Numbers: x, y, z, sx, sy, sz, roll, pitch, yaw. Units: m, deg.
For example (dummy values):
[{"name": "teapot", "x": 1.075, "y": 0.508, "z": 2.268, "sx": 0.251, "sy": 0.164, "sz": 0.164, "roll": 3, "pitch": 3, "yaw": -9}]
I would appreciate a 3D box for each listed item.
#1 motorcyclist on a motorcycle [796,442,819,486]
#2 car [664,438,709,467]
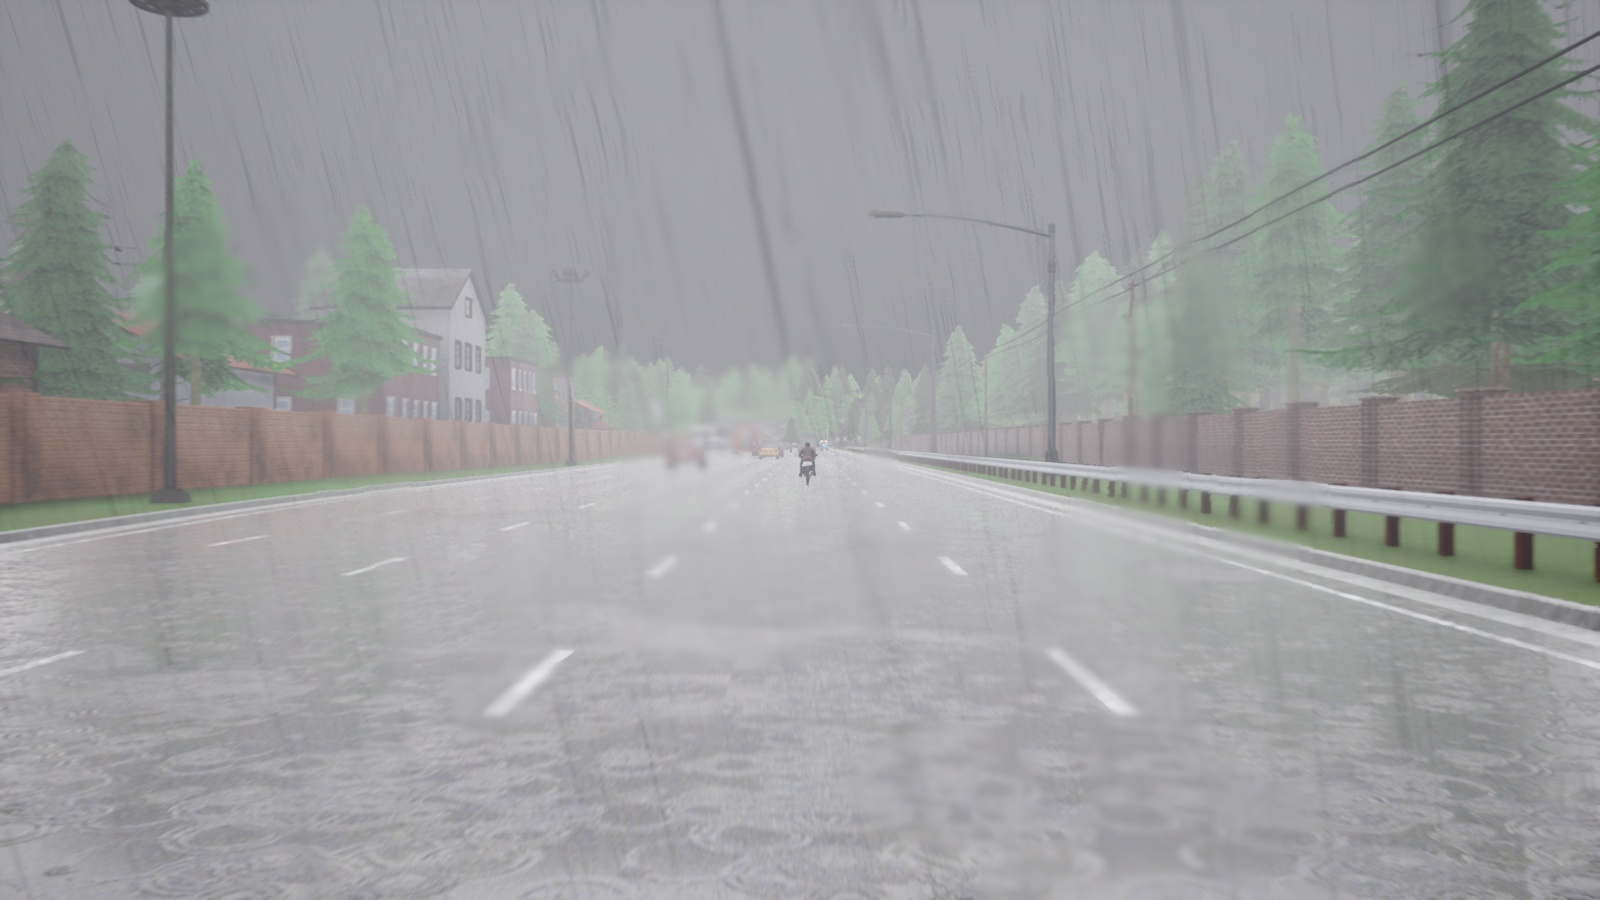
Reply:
[{"name": "motorcyclist on a motorcycle", "x": 0.268, "y": 0.481, "z": 44.444, "sx": 0.797, "sy": 1.523, "sz": 2.044, "roll": 0, "pitch": 0, "yaw": 0}, {"name": "car", "x": -6.569, "y": 0.111, "z": 73.312, "sx": 2.152, "sy": 1.651, "sz": 5.027, "roll": 0, "pitch": 0, "yaw": 0}]
